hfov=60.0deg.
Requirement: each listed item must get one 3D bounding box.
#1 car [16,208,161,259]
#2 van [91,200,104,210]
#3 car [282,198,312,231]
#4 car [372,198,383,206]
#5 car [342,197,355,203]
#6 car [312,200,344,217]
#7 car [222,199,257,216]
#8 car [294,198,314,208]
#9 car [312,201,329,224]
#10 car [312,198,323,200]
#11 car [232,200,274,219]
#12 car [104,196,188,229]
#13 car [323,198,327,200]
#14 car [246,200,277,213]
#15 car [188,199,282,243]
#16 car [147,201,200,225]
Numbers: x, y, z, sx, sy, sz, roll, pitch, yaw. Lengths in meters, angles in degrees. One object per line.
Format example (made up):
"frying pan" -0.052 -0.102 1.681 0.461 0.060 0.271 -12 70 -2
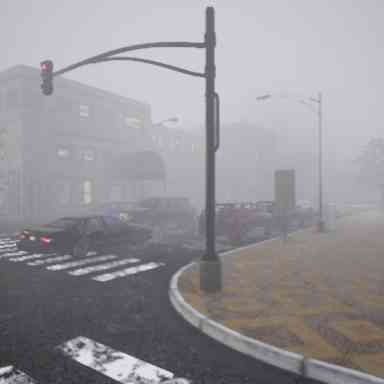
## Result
"car" -3.781 1.561 12.861 2.033 1.411 5.357 0 0 33
"van" -4.545 1.392 21.113 1.690 1.788 3.998 0 0 35
"car" 5.487 1.358 20.771 2.192 1.841 5.009 0 0 35
"car" 34.258 1.793 61.316 2.008 1.369 4.403 -1 -1 35
"car" 37.012 1.896 79.679 2.008 1.369 4.403 -1 -1 35
"car" 11.881 1.648 29.780 1.947 1.339 4.313 0 -1 35
"car" 5.045 1.549 34.629 1.967 1.590 4.097 0 0 35
"car" 17.733 1.722 52.509 1.752 1.417 4.829 -1 -1 35
"car" 8.684 1.607 25.275 1.887 1.381 4.507 0 0 35
"car" 11.339 1.578 33.490 1.882 1.535 5.008 0 0 35
"car" 5.849 1.570 31.273 1.882 1.535 5.008 0 0 36
"car" -2.216 1.266 19.917 2.150 2.045 5.566 0 0 35
"car" 17.073 1.676 46.937 1.837 1.490 4.892 0 -1 36
"car" 8.241 1.680 39.132 2.008 1.369 4.403 0 0 35
"car" 2.290 1.340 16.266 2.192 1.841 5.009 0 0 35
"car" -1.349 1.510 25.617 1.967 1.590 4.097 0 0 35
